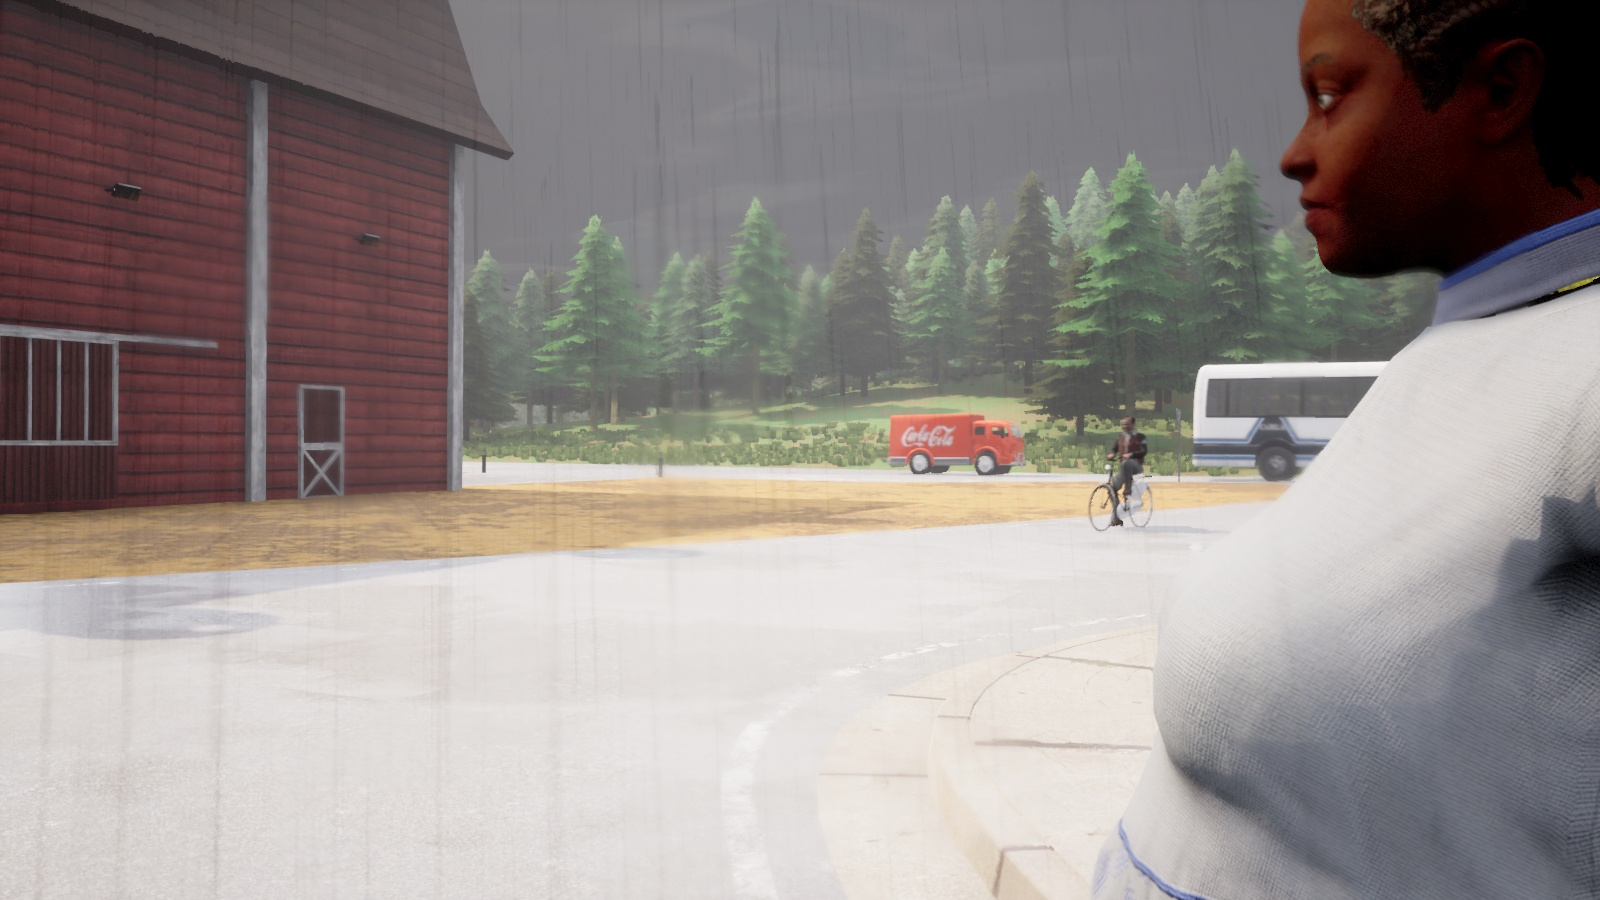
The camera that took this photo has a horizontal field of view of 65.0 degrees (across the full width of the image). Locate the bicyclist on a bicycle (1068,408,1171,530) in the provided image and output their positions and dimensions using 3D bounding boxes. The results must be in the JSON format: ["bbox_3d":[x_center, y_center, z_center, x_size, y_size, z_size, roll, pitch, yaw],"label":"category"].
[{"bbox_3d":[4.886,0.263,19.135,1.843,1.776,0.659,-1,1,-45],"label":"bicyclist on a bicycle"}]

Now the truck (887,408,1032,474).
[{"bbox_3d":[6.430,-0.333,50.636,5.204,2.467,2.627,-1,0,26],"label":"truck"}]

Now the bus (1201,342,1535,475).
[{"bbox_3d":[19.743,-1.310,44.204,10.273,4.253,3.944,0,0,26],"label":"bus"}]

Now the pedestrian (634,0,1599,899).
[{"bbox_3d":[0.492,0.512,0.896,0.900,1.855,0.874,0,0,19],"label":"pedestrian"}]
